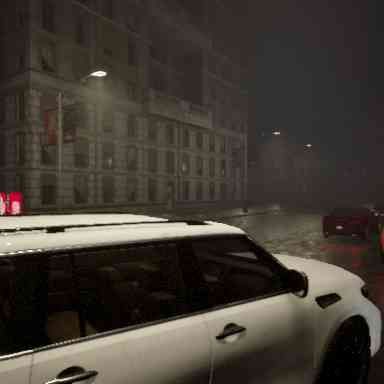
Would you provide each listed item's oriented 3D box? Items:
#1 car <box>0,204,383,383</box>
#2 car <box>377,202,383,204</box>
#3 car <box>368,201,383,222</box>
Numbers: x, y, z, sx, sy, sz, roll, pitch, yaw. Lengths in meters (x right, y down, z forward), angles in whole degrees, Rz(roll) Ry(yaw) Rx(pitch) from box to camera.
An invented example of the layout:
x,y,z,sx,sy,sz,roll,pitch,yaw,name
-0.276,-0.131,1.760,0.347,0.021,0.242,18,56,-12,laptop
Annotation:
x,y,z,sx,sy,sz,roll,pitch,yaw,name
-0.419,1.221,3.194,5.566,2.045,2.150,0,0,-36,car
8.200,1.469,16.951,1.882,1.535,5.008,0,0,39,car
15.414,1.514,26.417,1.812,1.442,4.674,0,0,37,car
